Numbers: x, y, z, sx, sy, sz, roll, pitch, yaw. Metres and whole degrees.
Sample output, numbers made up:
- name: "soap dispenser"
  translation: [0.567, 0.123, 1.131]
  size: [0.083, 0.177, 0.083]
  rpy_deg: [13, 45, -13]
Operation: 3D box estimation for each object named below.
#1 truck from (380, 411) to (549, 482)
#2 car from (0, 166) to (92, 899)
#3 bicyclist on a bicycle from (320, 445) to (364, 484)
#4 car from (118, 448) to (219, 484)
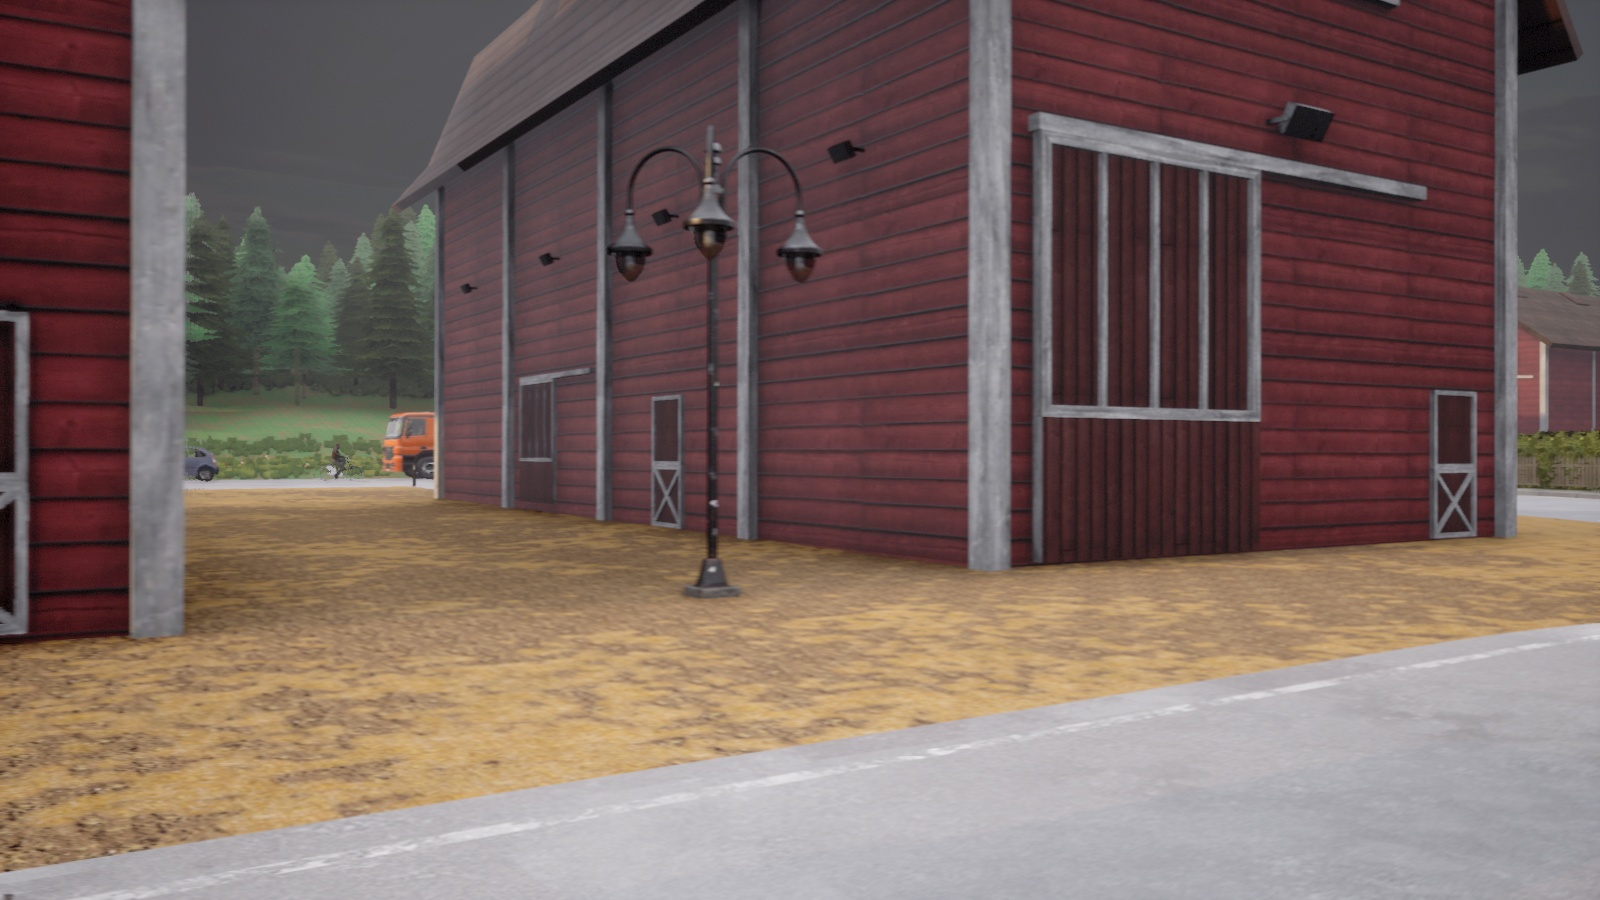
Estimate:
- name: "truck"
  translation: [-17.193, -0.182, 64.571]
  size: [7.936, 3.462, 2.891]
  rpy_deg: [0, 0, -31]
- name: "car"
  translation: [-3.144, 0.551, 1.473]
  size: [3.866, 1.878, 1.905]
  rpy_deg: [0, 0, -35]
- name: "bicyclist on a bicycle"
  translation: [-21.169, 0.662, 58.051]
  size: [1.843, 1.776, 0.659]
  rpy_deg: [0, 0, -31]
- name: "car"
  translation: [-28.897, 0.705, 57.444]
  size: [3.988, 1.617, 1.851]
  rpy_deg: [0, 0, -31]
